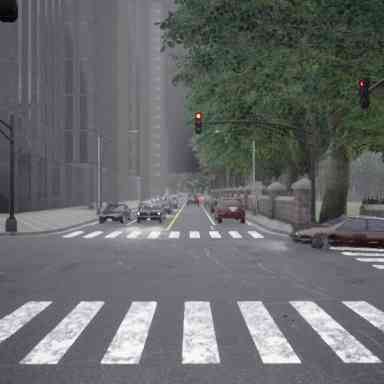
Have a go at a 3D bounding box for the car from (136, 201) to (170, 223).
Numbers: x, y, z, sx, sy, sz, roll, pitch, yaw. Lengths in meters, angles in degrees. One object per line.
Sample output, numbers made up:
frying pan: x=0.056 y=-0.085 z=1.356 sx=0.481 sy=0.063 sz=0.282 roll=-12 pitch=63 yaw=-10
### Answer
car: x=-3.053 y=1.611 z=25.658 sx=1.895 sy=1.301 sz=4.718 roll=0 pitch=0 yaw=0

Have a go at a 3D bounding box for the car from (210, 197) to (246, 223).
car: x=2.808 y=1.325 z=25.211 sx=2.192 sy=1.841 sz=5.009 roll=0 pitch=0 yaw=0

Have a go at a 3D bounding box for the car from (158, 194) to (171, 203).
car: x=-5.638 y=1.372 z=68.873 sx=2.192 sy=1.841 sz=5.009 roll=0 pitch=0 yaw=0

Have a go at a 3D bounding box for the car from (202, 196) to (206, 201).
car: x=2.847 y=1.584 z=47.036 sx=2.008 sy=1.369 sz=4.403 roll=0 pitch=0 yaw=0

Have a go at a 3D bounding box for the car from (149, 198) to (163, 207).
car: x=-5.668 y=1.621 z=52.502 sx=1.802 sy=1.307 sz=4.206 roll=0 pitch=0 yaw=0

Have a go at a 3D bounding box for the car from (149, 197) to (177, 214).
car: x=-3.031 y=1.568 z=35.476 sx=2.033 sy=1.411 sz=5.357 roll=0 pitch=0 yaw=1

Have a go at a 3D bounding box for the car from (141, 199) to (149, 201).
car: x=-5.688 y=1.578 z=41.587 sx=2.008 sy=1.369 sz=4.403 roll=0 pitch=0 yaw=0

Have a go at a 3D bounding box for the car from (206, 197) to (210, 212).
car: x=2.828 y=1.587 z=36.123 sx=1.947 sy=1.339 sz=4.313 roll=0 pitch=0 yaw=0

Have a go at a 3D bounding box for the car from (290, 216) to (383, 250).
car: x=6.978 y=1.713 z=14.016 sx=5.357 sy=1.411 sz=2.033 roll=1 pitch=0 yaw=11

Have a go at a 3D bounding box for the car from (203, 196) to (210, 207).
car: x=2.838 y=1.578 z=41.579 sx=2.008 sy=1.369 sz=4.403 roll=0 pitch=0 yaw=0

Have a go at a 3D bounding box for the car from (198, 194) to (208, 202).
car: x=2.524 y=1.422 z=75.837 sx=2.097 sy=1.767 sz=4.553 roll=0 pitch=0 yaw=0

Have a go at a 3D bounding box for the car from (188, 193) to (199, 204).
car: x=0.220 y=1.278 z=68.274 sx=2.150 sy=2.045 sz=5.566 roll=0 pitch=0 yaw=0

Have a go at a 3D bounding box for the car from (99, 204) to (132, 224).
car: x=-5.717 y=1.576 z=25.217 sx=1.947 sy=1.339 sz=4.313 roll=0 pitch=0 yaw=0

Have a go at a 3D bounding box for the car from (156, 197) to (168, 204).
car: x=-5.648 y=1.633 z=63.416 sx=1.802 sy=1.307 sz=4.206 roll=0 pitch=0 yaw=0

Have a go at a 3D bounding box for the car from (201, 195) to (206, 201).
car: x=2.857 y=1.479 z=52.493 sx=1.967 sy=1.590 sz=4.097 roll=0 pitch=0 yaw=0

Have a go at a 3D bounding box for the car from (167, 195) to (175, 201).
car: x=-5.599 y=1.530 z=90.701 sx=1.967 sy=1.590 sz=4.097 roll=0 pitch=0 yaw=0

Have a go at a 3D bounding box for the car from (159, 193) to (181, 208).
car: x=-3.006 y=1.383 z=45.751 sx=2.097 sy=1.767 sz=4.553 roll=0 pitch=0 yaw=0

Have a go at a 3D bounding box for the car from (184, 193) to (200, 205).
car: x=0.204 y=1.397 z=58.195 sx=2.097 sy=1.767 sz=4.553 roll=0 pitch=0 yaw=0

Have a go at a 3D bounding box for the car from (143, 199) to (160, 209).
car: x=-5.678 y=1.615 z=47.044 sx=1.802 sy=1.307 sz=4.206 roll=0 pitch=0 yaw=0
